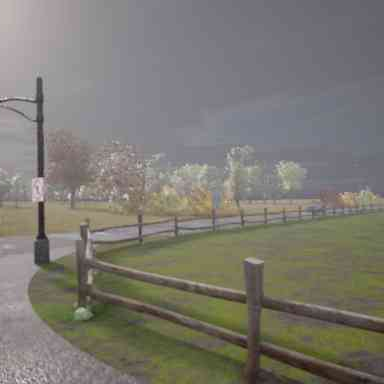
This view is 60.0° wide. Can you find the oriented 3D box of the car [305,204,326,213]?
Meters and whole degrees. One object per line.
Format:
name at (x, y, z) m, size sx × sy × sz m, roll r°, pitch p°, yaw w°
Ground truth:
car at (19.594, 2.570, 52.464) m, size 2.033 × 1.411 × 5.357 m, roll -2°, pitch -2°, yaw 40°
